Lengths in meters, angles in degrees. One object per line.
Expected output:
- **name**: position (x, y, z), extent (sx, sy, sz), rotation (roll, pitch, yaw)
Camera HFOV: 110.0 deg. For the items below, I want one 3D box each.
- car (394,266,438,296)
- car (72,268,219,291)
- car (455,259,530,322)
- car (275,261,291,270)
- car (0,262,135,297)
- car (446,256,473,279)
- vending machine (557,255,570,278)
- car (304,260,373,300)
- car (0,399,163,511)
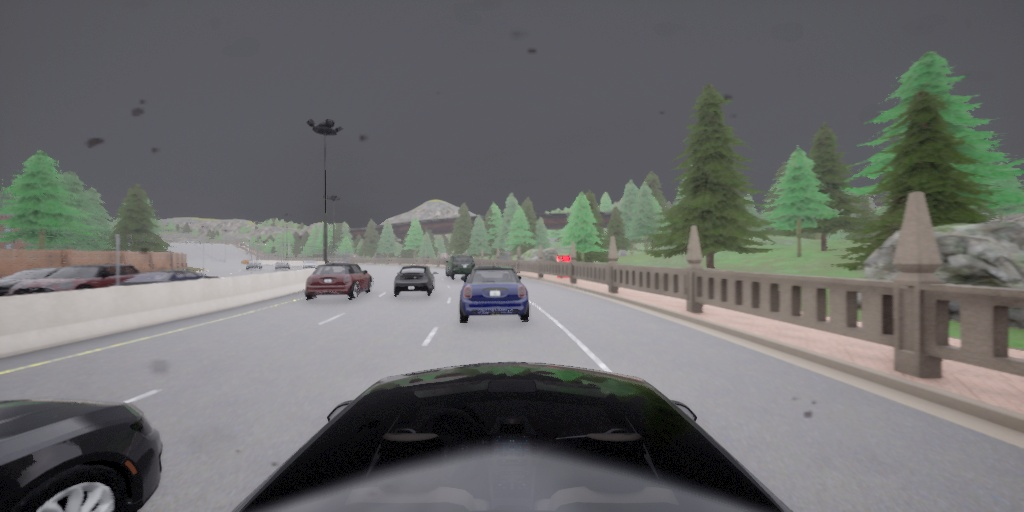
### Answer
- **car**: position (-5.181, 1.268, 19.431), extent (1.837, 1.490, 4.892), rotation (0, 0, -9)
- **car**: position (-15.338, 1.355, 15.846), extent (2.033, 1.411, 5.357), rotation (0, 0, -9)
- **car**: position (-0.697, 1.100, 12.441), extent (2.097, 1.767, 4.553), rotation (0, 0, -6)
- **car**: position (-34.607, 1.472, 54.199), extent (1.895, 1.301, 4.718), rotation (0, 0, -34)
- **car**: position (-18.993, 1.175, 16.061), extent (2.097, 1.767, 4.553), rotation (0, 0, -11)
- **car**: position (-4.675, 0.976, 32.420), extent (2.150, 2.045, 5.566), rotation (0, 0, -17)
- **vending machine**: position (4.277, 0.914, 29.839), extent (1.100, 2.100, 0.880), rotation (0, 0, -14)
- **car**: position (-8.516, 1.130, 18.072), extent (2.097, 1.767, 4.553), rotation (0, 0, -9)
- **car**: position (-3.550, 1.270, 0.654), extent (1.837, 1.490, 4.892), rotation (0, 0, 0)
